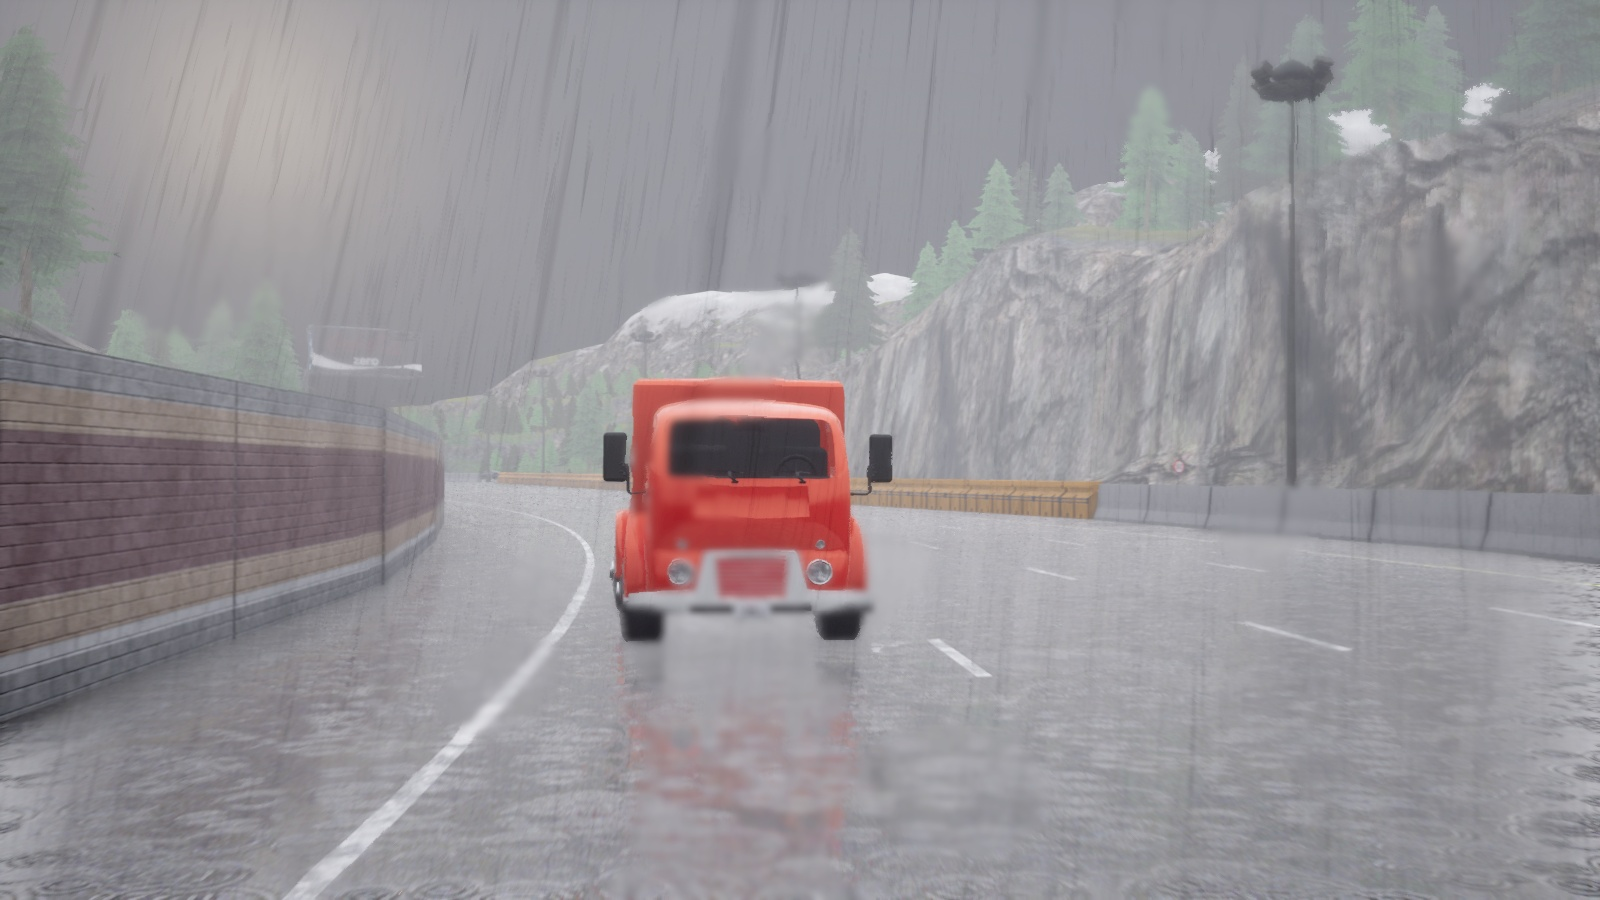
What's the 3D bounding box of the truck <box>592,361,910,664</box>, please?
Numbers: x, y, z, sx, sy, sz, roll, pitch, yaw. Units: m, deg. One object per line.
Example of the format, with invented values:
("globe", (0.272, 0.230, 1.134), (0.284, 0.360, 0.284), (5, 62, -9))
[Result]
("truck", (-0.671, 0.548, 12.973), (2.627, 2.467, 5.204), (0, -1, -6))
